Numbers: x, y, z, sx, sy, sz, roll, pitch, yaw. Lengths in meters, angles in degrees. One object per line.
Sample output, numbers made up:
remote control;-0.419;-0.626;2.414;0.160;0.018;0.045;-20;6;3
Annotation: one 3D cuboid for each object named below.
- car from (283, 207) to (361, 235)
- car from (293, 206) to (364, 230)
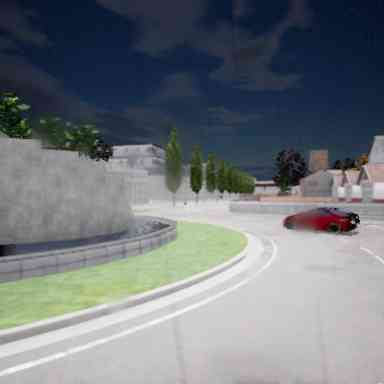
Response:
car;7.703;1.711;20.163;1.994;1.385;4.181;0;-1;-43
car;9.531;1.730;23.425;1.994;1.385;4.181;0;-1;-38
